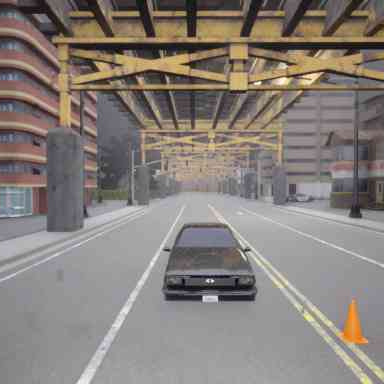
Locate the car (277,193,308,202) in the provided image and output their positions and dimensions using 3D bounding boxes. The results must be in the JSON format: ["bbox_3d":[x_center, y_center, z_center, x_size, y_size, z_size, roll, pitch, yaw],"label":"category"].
[{"bbox_3d":[17.829,0.960,58.949,4.974,1.542,2.038,0,1,25],"label":"car"}]

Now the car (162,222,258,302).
[{"bbox_3d":[0.364,1.534,8.684,2.033,1.411,5.357,0,0,1],"label":"car"}]

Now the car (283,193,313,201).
[{"bbox_3d":[17.529,0.849,54.808,4.536,1.218,1.853,0,1,-20],"label":"car"}]

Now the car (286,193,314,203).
[{"bbox_3d":[17.480,1.007,54.792,4.974,1.542,2.038,0,1,-20],"label":"car"}]

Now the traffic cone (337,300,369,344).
[{"bbox_3d":[2.455,1.949,5.076,0.340,0.580,0.340,0,0,0],"label":"traffic cone"}]

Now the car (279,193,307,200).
[{"bbox_3d":[17.876,0.802,58.925,4.536,1.218,1.853,0,1,25],"label":"car"}]
